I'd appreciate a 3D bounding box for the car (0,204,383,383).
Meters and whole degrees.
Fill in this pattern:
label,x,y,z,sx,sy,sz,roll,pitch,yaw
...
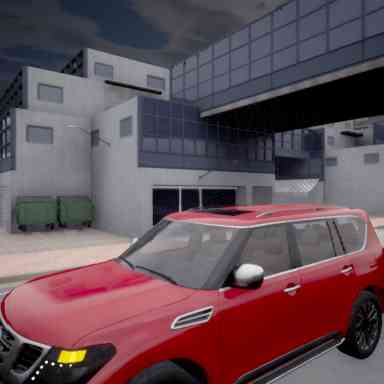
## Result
label,x,y,z,sx,sy,sz,roll,pitch,yaw
car,0.505,1.221,4.382,5.566,2.045,2.150,0,0,-37

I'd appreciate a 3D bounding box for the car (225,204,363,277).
label,x,y,z,sx,sy,sz,roll,pitch,yaw
car,3.478,1.351,11.004,4.553,1.767,2.097,0,0,-37
